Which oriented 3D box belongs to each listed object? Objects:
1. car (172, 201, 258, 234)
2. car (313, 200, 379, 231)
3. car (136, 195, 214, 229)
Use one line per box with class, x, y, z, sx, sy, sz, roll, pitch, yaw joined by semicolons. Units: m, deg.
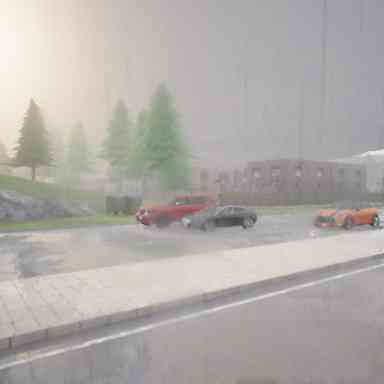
car;1.652;1.462;19.256;4.902;1.511;2.128;0;0;-35
car;9.494;1.306;20.505;4.553;1.767;2.097;0;0;-35
car;-0.850;1.193;21.777;5.566;2.045;2.150;0;0;-35
